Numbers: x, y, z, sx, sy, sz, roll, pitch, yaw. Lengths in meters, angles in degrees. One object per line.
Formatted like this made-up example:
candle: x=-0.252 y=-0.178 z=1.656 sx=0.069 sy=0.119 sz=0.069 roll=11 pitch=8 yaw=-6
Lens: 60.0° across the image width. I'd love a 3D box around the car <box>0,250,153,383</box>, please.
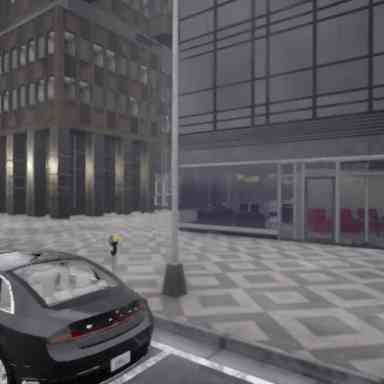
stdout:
car: x=-2.528 y=1.529 z=4.770 sx=4.403 sy=1.369 sz=2.008 roll=0 pitch=0 yaw=36
